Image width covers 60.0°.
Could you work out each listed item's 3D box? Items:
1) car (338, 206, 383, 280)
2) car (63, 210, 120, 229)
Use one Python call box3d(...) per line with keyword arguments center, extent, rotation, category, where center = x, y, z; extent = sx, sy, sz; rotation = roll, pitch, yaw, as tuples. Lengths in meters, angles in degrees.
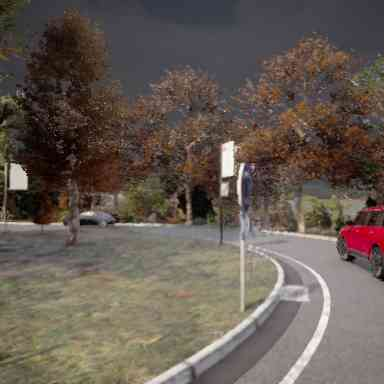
box3d(center=(6.457, 1.496, 10.677), extent=(2.150, 2.045, 5.566), rotation=(1, -3, 9), category="car")
box3d(center=(-8.691, 2.338, 28.848), extent=(4.902, 1.511, 2.128), rotation=(0, -2, 6), category="car")
